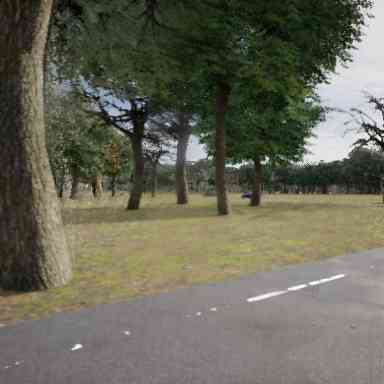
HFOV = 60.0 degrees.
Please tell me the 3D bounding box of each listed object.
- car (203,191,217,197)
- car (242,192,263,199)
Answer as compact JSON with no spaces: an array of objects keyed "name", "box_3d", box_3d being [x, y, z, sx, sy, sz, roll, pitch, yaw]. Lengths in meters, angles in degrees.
[{"name":"car","box_3d":[4.756,0.500,76.719,2.033,1.411,5.357,2,-1,-36]},{"name":"car","box_3d":[12.106,0.698,66.601,1.812,1.442,4.674,2,-1,-36]}]
